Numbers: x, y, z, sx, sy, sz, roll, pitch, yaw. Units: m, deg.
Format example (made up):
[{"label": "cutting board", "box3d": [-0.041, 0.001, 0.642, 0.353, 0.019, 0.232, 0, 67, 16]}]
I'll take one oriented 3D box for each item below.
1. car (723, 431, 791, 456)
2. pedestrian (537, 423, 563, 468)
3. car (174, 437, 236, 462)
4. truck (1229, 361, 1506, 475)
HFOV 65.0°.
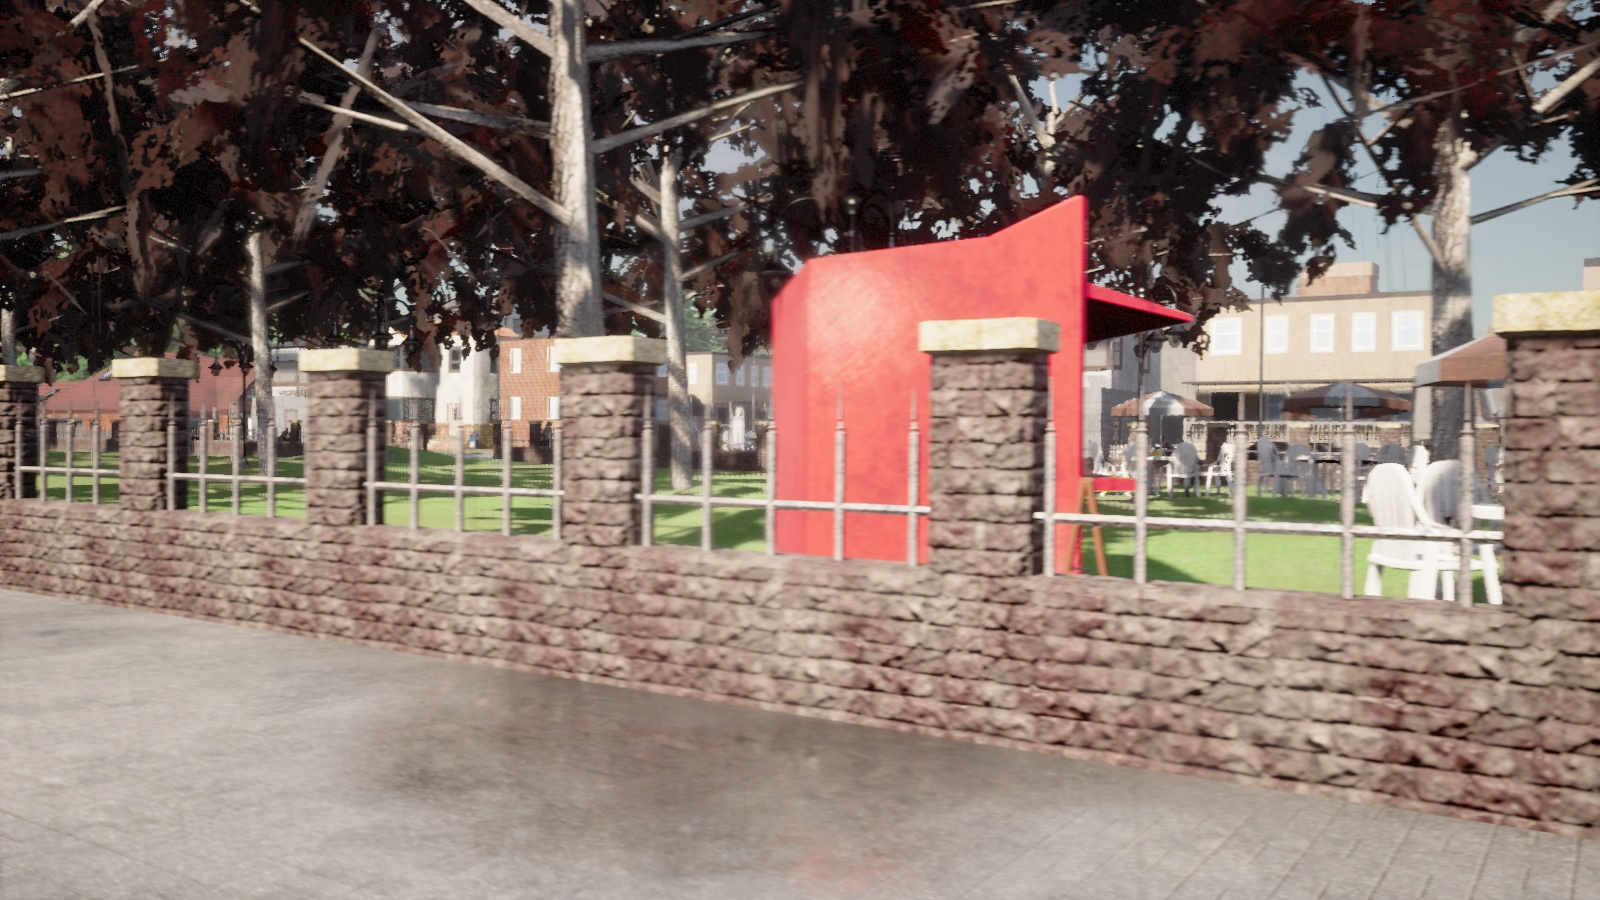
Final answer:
[{"label": "car", "box3d": [-2.802, -0.451, 83.280, 2.033, 1.649, 4.856, 0, 1, 34]}, {"label": "pedestrian", "box3d": [-10.851, -0.205, 54.535, 0.873, 1.952, 0.659, 0, 1, 34]}, {"label": "car", "box3d": [-37.190, -0.024, 78.456, 3.705, 1.549, 1.789, 0, 1, 32]}, {"label": "truck", "box3d": [18.590, -0.984, 41.372, 7.936, 3.462, 2.891, 0, 1, 34]}]
